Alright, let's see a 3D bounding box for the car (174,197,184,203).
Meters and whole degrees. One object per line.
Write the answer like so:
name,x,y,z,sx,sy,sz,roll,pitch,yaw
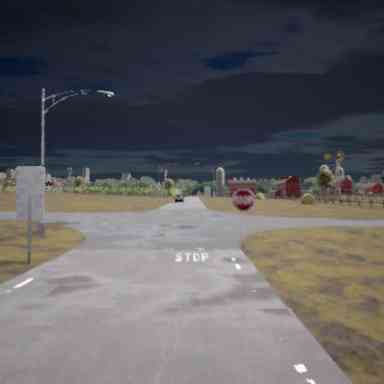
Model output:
car,-2.496,1.541,65.539,1.895,1.301,4.718,0,0,0
